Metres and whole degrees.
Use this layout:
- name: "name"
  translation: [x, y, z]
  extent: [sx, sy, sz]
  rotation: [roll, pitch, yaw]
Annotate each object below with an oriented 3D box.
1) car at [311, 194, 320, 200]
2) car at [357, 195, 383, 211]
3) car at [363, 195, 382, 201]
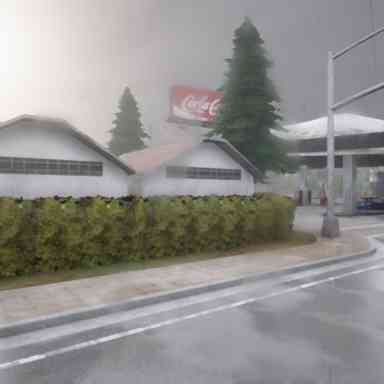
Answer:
- name: "car"
  translation: [32.603, 1.297, 89.326]
  extent: [2.152, 1.636, 5.027]
  rotation: [0, 0, -36]
- name: "car"
  translation: [21.541, 1.463, 39.831]
  extent: [4.611, 1.667, 2.242]
  rotation: [0, 0, -36]
- name: "car"
  translation: [44.669, 1.504, 82.075]
  extent: [5.357, 1.411, 2.033]
  rotation: [0, 0, -36]
